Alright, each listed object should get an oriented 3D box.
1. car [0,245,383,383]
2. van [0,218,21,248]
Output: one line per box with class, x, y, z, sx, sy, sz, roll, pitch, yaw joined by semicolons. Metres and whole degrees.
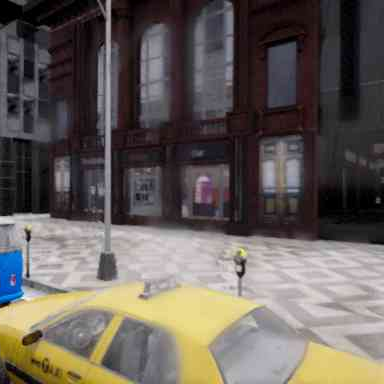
car;-0.519;1.518;3.330;4.829;1.417;1.752;0;0;35
van;-4.969;1.316;6.502;3.998;1.788;1.690;0;0;35
